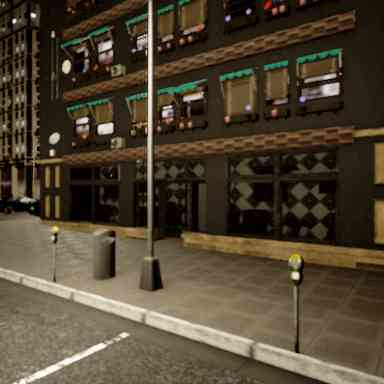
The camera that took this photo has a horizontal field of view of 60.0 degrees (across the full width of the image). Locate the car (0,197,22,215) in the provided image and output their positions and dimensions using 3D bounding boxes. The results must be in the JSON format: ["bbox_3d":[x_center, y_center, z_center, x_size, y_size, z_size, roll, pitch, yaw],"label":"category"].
[{"bbox_3d":[-14.528,1.117,27.960,1.994,1.385,4.181,0,1,35],"label":"car"}]

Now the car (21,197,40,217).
[{"bbox_3d":[-9.805,1.132,24.593,1.947,1.339,4.313,1,2,35],"label":"car"}]
